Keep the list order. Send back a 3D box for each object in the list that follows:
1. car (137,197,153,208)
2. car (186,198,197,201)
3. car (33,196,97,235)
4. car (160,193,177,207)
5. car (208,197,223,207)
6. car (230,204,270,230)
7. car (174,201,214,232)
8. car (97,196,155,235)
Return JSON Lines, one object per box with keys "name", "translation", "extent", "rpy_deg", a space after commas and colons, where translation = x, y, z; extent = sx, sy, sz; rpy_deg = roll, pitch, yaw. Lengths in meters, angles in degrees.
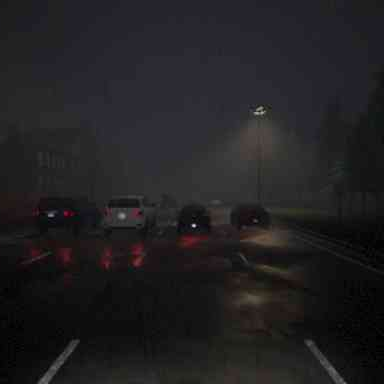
{"name": "car", "translation": [-6.998, 1.524, 50.279], "extent": [1.812, 1.442, 4.674], "rpy_deg": [0, 0, 0]}
{"name": "car", "translation": [0.003, 1.600, 50.391], "extent": [1.895, 1.301, 4.718], "rpy_deg": [0, 0, 0]}
{"name": "car", "translation": [-6.899, 1.221, 18.946], "extent": [2.150, 2.045, 5.566], "rpy_deg": [0, 0, 0]}
{"name": "car", "translation": [-3.498, 1.220, 49.894], "extent": [2.150, 2.045, 5.566], "rpy_deg": [0, 0, 0]}
{"name": "car", "translation": [3.504, 1.524, 50.507], "extent": [1.812, 1.442, 4.674], "rpy_deg": [0, 0, 0]}
{"name": "car", "translation": [3.601, 1.477, 21.336], "extent": [1.882, 1.535, 5.008], "rpy_deg": [0, 0, 0]}
{"name": "car", "translation": [0.101, 1.504, 19.848], "extent": [1.837, 1.490, 4.892], "rpy_deg": [0, 0, 0]}
{"name": "car", "translation": [-3.399, 1.221, 18.908], "extent": [2.150, 2.045, 5.566], "rpy_deg": [0, 0, 0]}
